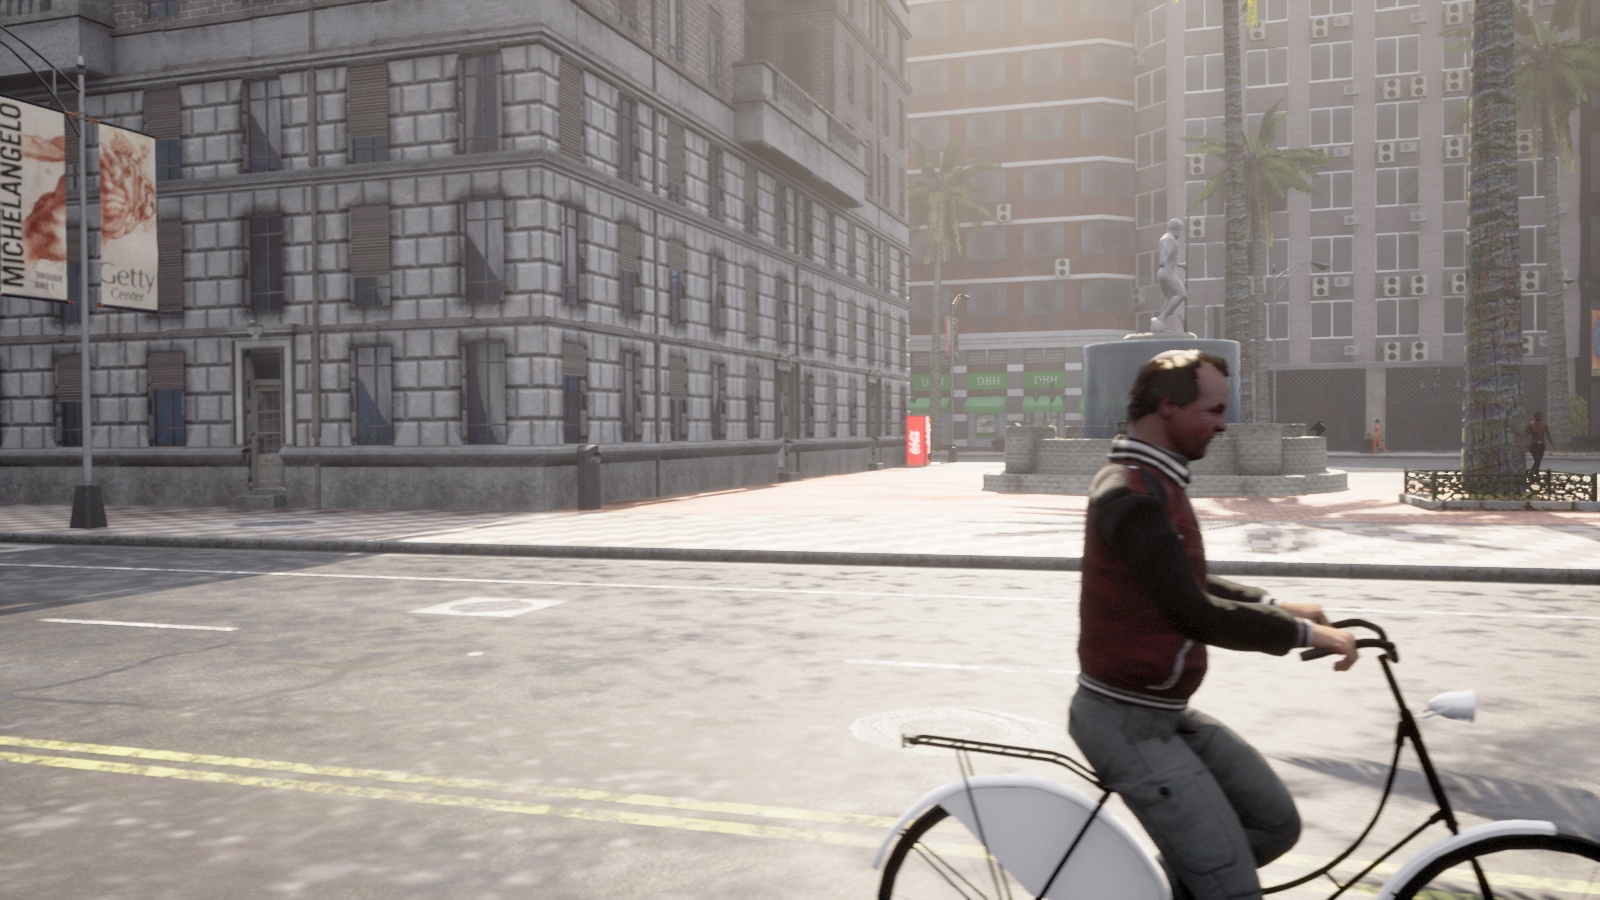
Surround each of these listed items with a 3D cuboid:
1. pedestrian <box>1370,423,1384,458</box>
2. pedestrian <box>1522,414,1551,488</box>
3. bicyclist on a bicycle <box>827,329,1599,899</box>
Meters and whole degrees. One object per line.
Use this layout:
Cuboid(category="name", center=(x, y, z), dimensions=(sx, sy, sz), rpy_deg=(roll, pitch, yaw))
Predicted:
Cuboid(category="pedestrian", center=(30.882, -0.516, 67.229), dimensions=(0.594, 1.836, 0.345), rpy_deg=(1, 1, 43))
Cuboid(category="pedestrian", center=(18.112, 0.022, 30.893), dimensions=(0.328, 1.805, 0.869), rpy_deg=(0, 1, 10))
Cuboid(category="bicyclist on a bicycle", center=(1.043, 0.658, 2.853), dimensions=(1.843, 1.776, 0.659), rpy_deg=(0, 1, 19))
